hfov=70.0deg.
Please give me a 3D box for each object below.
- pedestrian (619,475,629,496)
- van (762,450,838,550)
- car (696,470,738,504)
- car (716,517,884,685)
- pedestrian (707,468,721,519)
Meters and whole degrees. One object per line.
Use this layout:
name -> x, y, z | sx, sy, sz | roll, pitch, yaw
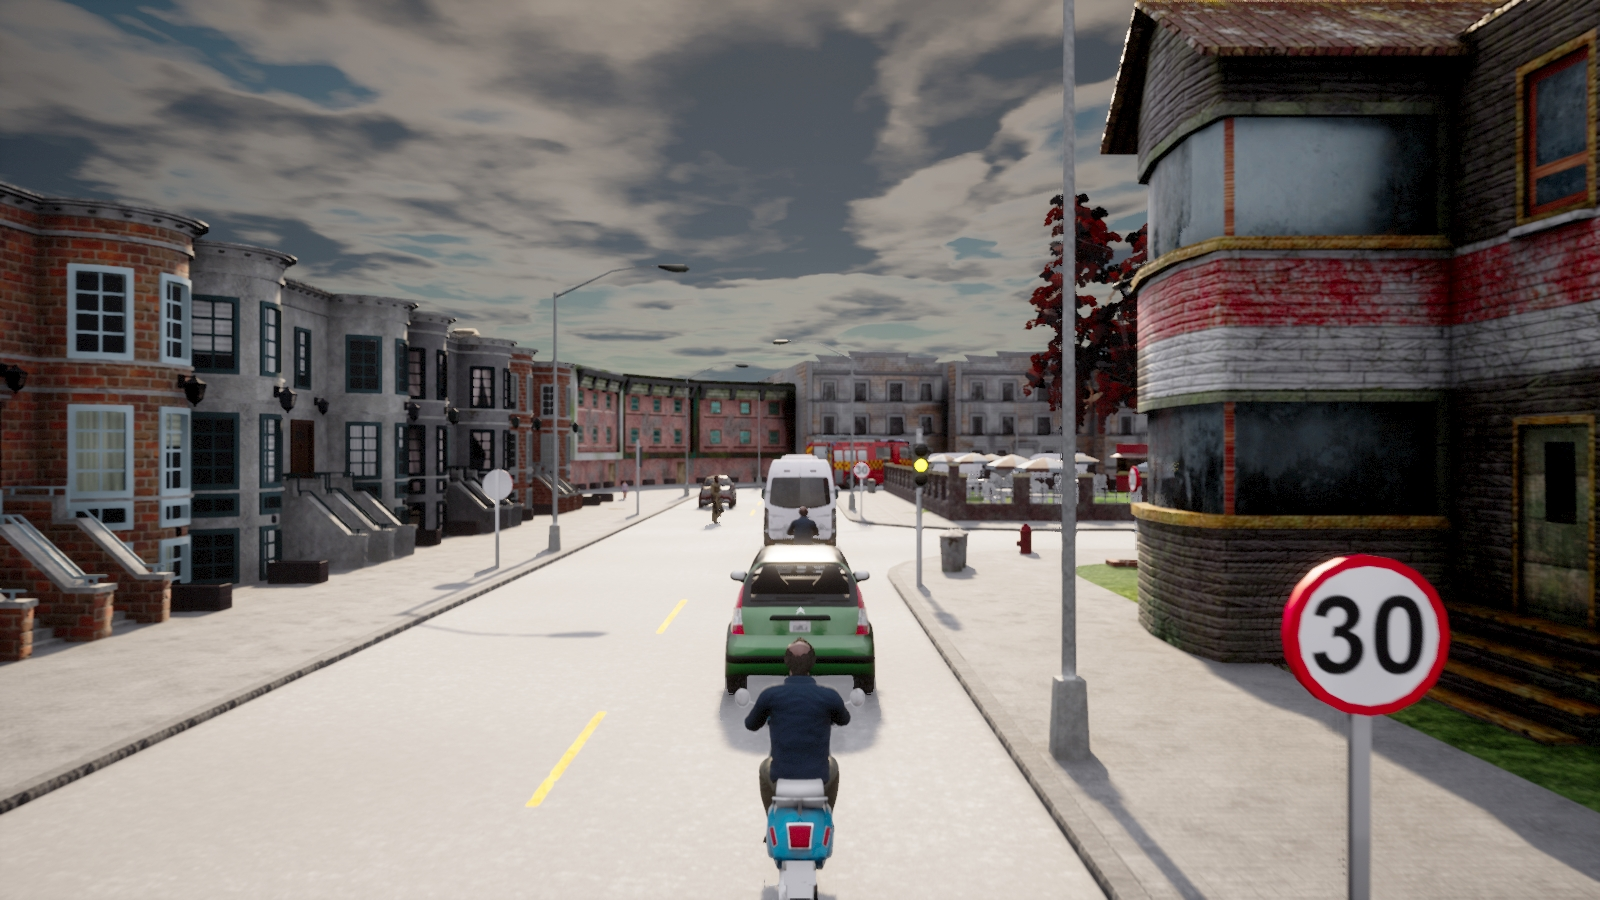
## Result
pedestrian -> -9.387, 1.898, 61.004 | 0.500, 1.100, 0.500 | 0, 0, -13
van -> -0.007, 1.312, 32.656 | 1.988, 2.561, 5.915 | 0, 0, 0
car -> -4.017, 1.799, 55.800 | 1.789, 1.549, 3.705 | 0, 0, 0
car -> -0.003, 1.778, 14.560 | 1.851, 1.617, 3.988 | 0, 0, 0
pedestrian -> -3.221, 1.623, 42.585 | 0.375, 1.860, 0.375 | 0, 0, 29
